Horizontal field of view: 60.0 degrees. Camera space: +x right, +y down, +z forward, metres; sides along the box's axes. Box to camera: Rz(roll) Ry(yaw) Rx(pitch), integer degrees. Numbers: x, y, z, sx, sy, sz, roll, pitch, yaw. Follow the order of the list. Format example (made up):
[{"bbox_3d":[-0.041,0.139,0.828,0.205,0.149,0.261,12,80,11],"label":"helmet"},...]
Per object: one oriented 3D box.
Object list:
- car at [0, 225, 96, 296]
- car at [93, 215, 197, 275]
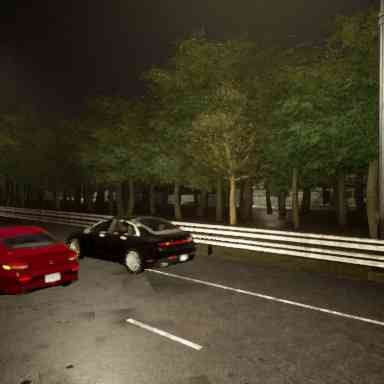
[{"bbox_3d":[-4.549,1.523,8.048,4.674,1.442,1.812,0,0,39],"label":"car"},{"bbox_3d":[-2.093,1.504,10.560,4.892,1.490,1.837,1,0,39],"label":"car"}]
